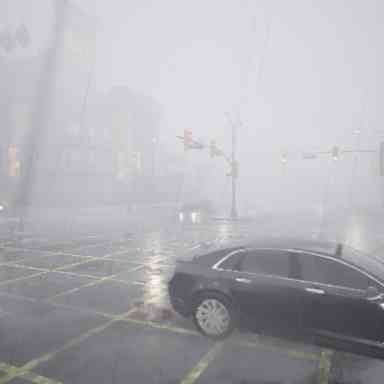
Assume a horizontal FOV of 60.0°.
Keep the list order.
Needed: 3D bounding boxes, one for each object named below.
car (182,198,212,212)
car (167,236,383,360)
[{"bbox_3d":[0.635,1.478,39.580,1.882,1.535,5.008,0,0,28],"label":"car"},{"bbox_3d":[1.959,1.521,5.236,4.892,1.490,1.837,0,0,26],"label":"car"}]
